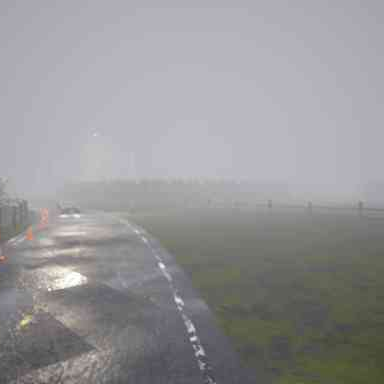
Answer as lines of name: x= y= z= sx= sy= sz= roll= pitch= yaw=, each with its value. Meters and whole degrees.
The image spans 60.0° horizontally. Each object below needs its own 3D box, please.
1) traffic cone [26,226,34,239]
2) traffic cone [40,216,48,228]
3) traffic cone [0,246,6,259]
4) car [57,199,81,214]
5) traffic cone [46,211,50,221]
traffic cone: x=-7.794 y=1.950 z=15.971 sx=0.340 sy=0.580 sz=0.340 roll=-1 pitch=0 yaw=-16
traffic cone: x=-9.273 y=1.936 z=20.620 sx=0.340 sy=0.580 sz=0.340 roll=-1 pitch=0 yaw=-19
traffic cone: x=-6.545 y=1.964 z=11.255 sx=0.340 sy=0.580 sz=0.340 roll=-1 pitch=0 yaw=-13
car: x=-12.776 y=1.476 z=34.294 sx=2.033 sy=1.411 sz=5.357 roll=-1 pitch=0 yaw=-27
traffic cone: x=-10.976 y=1.926 z=25.192 sx=0.340 sy=0.580 sz=0.340 roll=-1 pitch=0 yaw=-22
